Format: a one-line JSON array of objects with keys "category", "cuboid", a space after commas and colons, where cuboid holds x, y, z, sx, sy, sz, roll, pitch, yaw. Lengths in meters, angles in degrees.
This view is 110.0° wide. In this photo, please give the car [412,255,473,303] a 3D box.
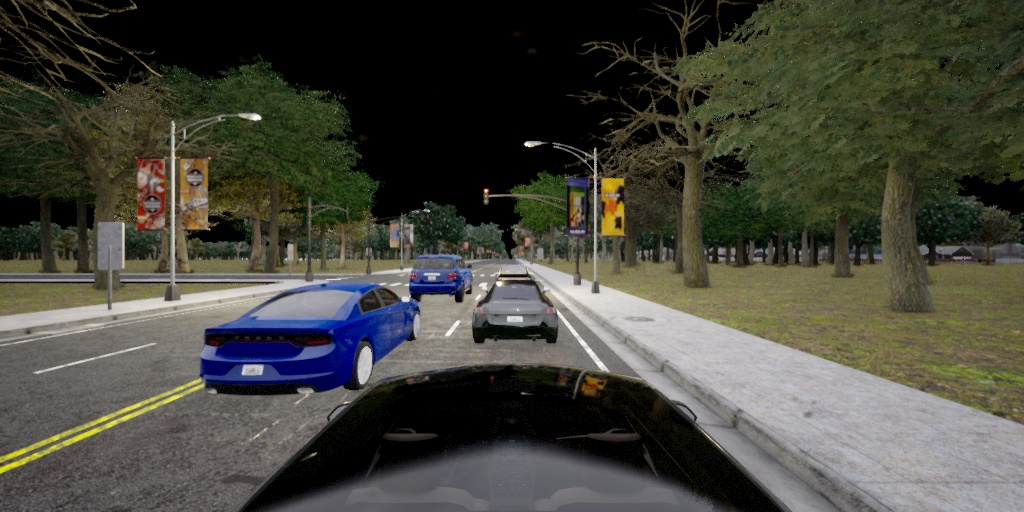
[{"category": "car", "cuboid": [-3.151, 0.967, 16.791, 2.150, 2.045, 5.566, 0, 0, 0]}]

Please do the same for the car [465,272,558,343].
[{"category": "car", "cuboid": [0.094, 1.311, 9.632, 1.994, 1.385, 4.181, 0, 0, 1]}]

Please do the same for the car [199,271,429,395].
[{"category": "car", "cuboid": [-3.150, 1.226, 6.806, 1.882, 1.535, 5.008, 0, 0, 0]}]

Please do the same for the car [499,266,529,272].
[{"category": "car", "cuboid": [0.099, 1.237, 18.534, 2.128, 1.511, 4.902, 0, 0, 0]}]
